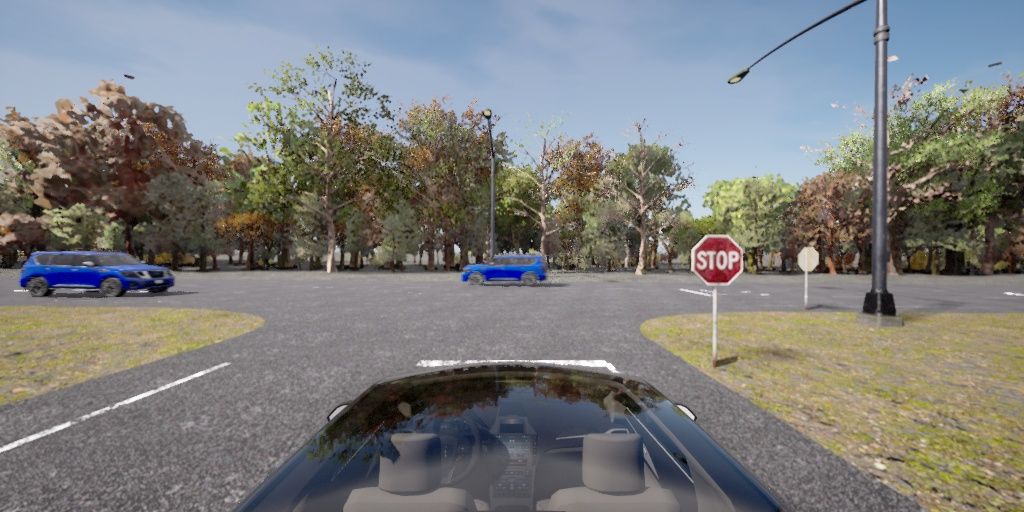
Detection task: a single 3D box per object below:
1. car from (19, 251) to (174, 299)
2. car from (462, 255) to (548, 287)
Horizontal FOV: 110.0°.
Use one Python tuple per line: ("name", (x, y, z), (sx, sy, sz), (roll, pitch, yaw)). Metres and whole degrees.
("car", (-19.008, 0.811, 16.557), (5.566, 2.045, 2.150), (0, 0, 1))
("car", (-0.439, 0.964, 23.302), (5.566, 2.045, 2.150), (0, 0, 0))
